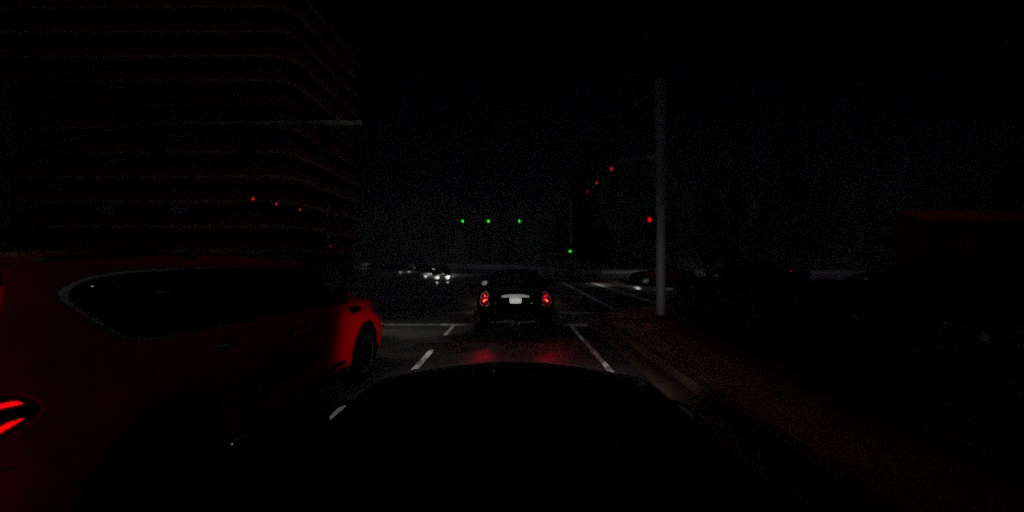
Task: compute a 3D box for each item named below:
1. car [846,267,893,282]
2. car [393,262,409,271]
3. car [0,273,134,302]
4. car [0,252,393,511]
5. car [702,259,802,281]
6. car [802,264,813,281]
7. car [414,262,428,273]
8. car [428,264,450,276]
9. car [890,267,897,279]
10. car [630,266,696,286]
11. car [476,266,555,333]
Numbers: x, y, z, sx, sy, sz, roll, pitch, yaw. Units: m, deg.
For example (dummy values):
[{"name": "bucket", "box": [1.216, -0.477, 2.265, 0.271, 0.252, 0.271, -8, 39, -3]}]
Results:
[{"name": "car", "box": [25.763, 1.575, 24.907, 4.181, 1.385, 1.994, 0, -1, 1]}, {"name": "car", "box": [-19.803, 1.763, 62.058, 5.008, 1.535, 1.882, 0, -1, 43]}, {"name": "car", "box": [-22.434, 1.552, 18.085, 4.718, 1.301, 1.895, 0, -1, 0]}, {"name": "car", "box": [-3.424, 0.995, 4.085, 2.150, 2.045, 5.566, 0, 0, 0]}, {"name": "car", "box": [16.367, 1.233, 24.994, 5.566, 2.045, 2.150, 0, -1, 0]}, {"name": "car", "box": [20.958, 1.394, 28.456, 4.553, 1.767, 2.097, 0, -1, 0]}, {"name": "car", "box": [-13.257, 1.706, 54.047, 2.128, 1.511, 4.902, 0, -1, -33]}, {"name": "car", "box": [-8.992, 1.682, 45.044, 2.033, 1.411, 5.357, 0, -1, -18]}, {"name": "car", "box": [22.299, 1.452, 17.745, 4.892, 1.490, 1.837, 0, -1, 0]}, {"name": "car", "box": [11.939, 1.521, 28.525, 5.008, 1.535, 1.882, 0, -1, 0]}, {"name": "car", "box": [0.096, 1.187, 11.259, 2.097, 1.767, 4.553, 0, -1, 0]}]
